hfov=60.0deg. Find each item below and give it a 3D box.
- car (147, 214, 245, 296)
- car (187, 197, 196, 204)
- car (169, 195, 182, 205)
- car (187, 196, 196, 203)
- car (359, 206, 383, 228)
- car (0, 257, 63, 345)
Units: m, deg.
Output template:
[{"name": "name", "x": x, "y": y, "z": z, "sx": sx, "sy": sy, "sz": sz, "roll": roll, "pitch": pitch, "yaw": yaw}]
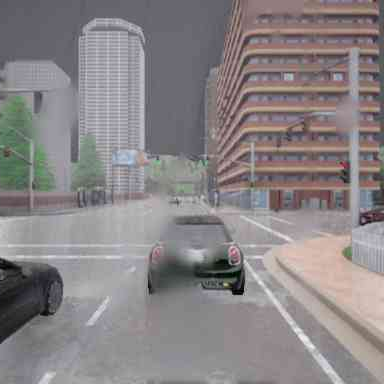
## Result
[{"name": "car", "x": 0.114, "y": 1.395, "z": 8.959, "sx": 2.097, "sy": 1.767, "sz": 4.553, "roll": 0, "pitch": 0, "yaw": 1}, {"name": "car", "x": -0.152, "y": 1.881, "z": 76.114, "sx": 1.812, "sy": 1.442, "sz": 4.674, "roll": 0, "pitch": 0, "yaw": 0}, {"name": "car", "x": -3.534, "y": 1.811, "z": 66.820, "sx": 2.128, "sy": 1.511, "sz": 4.902, "roll": 0, "pitch": 0, "yaw": 0}, {"name": "car", "x": -0.170, "y": 1.912, "z": 85.113, "sx": 2.128, "sy": 1.511, "sz": 4.902, "roll": 0, "pitch": 0, "yaw": 0}, {"name": "car", "x": 12.326, "y": 1.515, "z": 19.486, "sx": 5.008, "sy": 1.535, "sz": 1.882, "roll": 0, "pitch": 0, "yaw": -10}, {"name": "car", "x": -3.429, "y": 1.548, "z": 4.588, "sx": 1.812, "sy": 1.442, "sz": 4.674, "roll": 0, "pitch": 0, "yaw": 0}]
